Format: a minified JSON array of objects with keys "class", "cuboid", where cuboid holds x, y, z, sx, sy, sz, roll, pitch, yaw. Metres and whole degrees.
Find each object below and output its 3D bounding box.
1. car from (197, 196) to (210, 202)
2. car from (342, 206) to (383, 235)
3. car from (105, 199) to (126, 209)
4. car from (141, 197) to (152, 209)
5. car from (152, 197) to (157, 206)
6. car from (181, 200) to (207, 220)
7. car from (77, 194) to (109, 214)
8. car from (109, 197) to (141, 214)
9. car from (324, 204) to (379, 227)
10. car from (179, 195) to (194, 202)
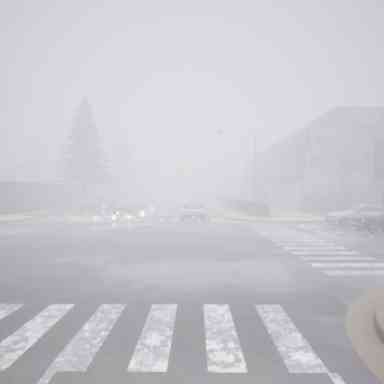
[{"class":"car","cuboid":[2.622,1.590,74.588,1.994,1.385,4.181,0,0,20]},{"class":"car","cuboid":[11.118,1.610,18.178,4.718,1.301,1.895,0,0,0]},{"class":"car","cuboid":[-10.443,1.624,45.733,1.895,1.301,4.718,0,0,0]},{"class":"car","cuboid":[-6.955,1.623,44.317,1.895,1.301,4.718,0,0,0]},{"class":"car","cuboid":[-6.846,1.519,54.744,2.128,1.511,4.902,0,0,1]},{"class":"car","cuboid":[0.127,1.615,27.757,1.895,1.301,4.718,0,0,0]},{"class":"car","cuboid":[-10.505,1.240,36.012,2.150,2.045,5.566,0,0,1]},{"class":"car","cuboid":[-7.017,1.543,35.219,1.812,1.442,4.674,0,0,0]},{"class":"car","cuboid":[11.114,1.536,21.719,4.674,1.442,1.812,0,0,2]},{"class":"car","cuboid":[-1.110,1.392,74.478,2.097,1.767,4.553,0,0,20]}]
